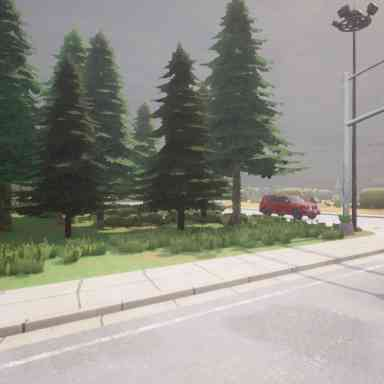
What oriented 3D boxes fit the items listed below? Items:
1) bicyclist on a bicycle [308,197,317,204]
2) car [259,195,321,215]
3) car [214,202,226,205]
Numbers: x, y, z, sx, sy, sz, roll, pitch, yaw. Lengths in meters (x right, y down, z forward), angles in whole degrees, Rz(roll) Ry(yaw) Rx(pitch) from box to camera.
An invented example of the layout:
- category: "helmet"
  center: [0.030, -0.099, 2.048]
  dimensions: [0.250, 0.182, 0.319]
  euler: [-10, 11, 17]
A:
- category: "bicyclist on a bicycle"
  center: [12.903, 1.327, 35.575]
  dimensions: [1.656, 1.620, 0.582]
  euler: [0, 0, -34]
- category: "car"
  center: [8.346, 1.248, 28.993]
  dimensions: [2.150, 2.045, 5.566]
  euler: [0, 0, -34]
- category: "car"
  center: [1.983, 1.518, 38.263]
  dimensions: [2.128, 1.511, 4.902]
  euler: [0, 0, -34]
